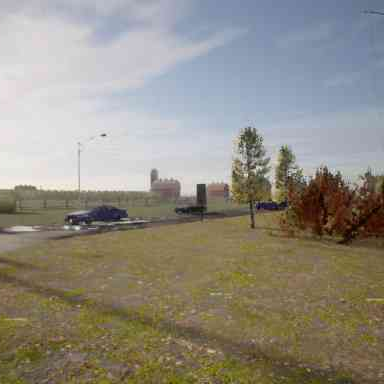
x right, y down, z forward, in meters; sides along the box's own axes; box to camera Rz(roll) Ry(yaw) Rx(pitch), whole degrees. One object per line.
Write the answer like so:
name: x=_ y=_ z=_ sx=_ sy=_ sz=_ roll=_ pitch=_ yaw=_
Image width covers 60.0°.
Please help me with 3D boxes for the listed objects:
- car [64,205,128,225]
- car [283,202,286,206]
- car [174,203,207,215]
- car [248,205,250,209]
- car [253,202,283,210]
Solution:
car: x=-7.507 y=1.763 z=26.737 sx=2.033 sy=1.411 sz=5.357 roll=-1 pitch=-1 yaw=32
car: x=16.934 y=2.059 z=59.313 sx=1.812 sy=1.442 sz=4.674 roll=-1 pitch=-1 yaw=31
car: x=-0.142 y=1.945 z=38.492 sx=1.895 sy=1.301 sz=4.718 roll=-1 pitch=-1 yaw=32
car: x=11.201 y=2.071 z=56.654 sx=1.837 sy=1.490 sz=4.892 roll=-1 pitch=-2 yaw=32
car: x=11.453 y=1.649 z=50.322 sx=2.150 sy=2.045 sz=5.566 roll=-1 pitch=-1 yaw=32
